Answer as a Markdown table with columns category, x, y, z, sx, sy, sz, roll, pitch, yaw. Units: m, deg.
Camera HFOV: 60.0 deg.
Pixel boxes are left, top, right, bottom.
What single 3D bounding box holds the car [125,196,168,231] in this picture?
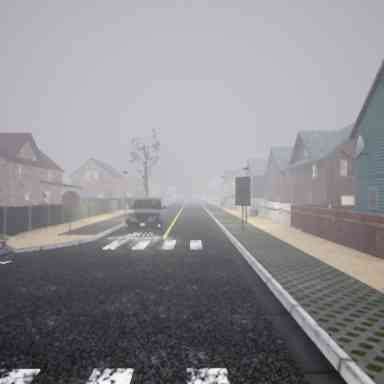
| category | x | y | z | sx | sy | sz | roll | pitch | yaw |
| --- | --- | --- | --- | --- | --- | --- | --- | --- | --- |
| car | -2.767 | 1.379 | 21.358 | 2.150 | 2.045 | 5.566 | 0 | 2 | 0 |

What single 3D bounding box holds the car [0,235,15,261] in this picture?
| category | x | y | z | sx | sy | sz | roll | pitch | yaw |
| --- | --- | --- | --- | --- | --- | --- | --- | --- | --- |
| car | -8.076 | 1.588 | 9.388 | 5.357 | 1.411 | 2.033 | 0 | -1 | -5 |
